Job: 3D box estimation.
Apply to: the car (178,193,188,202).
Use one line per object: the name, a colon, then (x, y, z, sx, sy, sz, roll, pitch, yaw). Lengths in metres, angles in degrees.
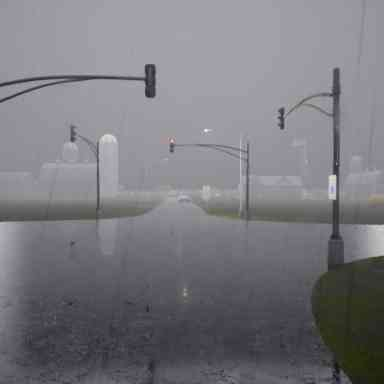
car: (-2.097, 1.189, 79.920, 2.150, 2.045, 5.566, 0, 0, -4)

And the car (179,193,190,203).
car: (-1.513, 1.553, 69.886, 1.812, 1.442, 4.674, 0, 0, -3)
